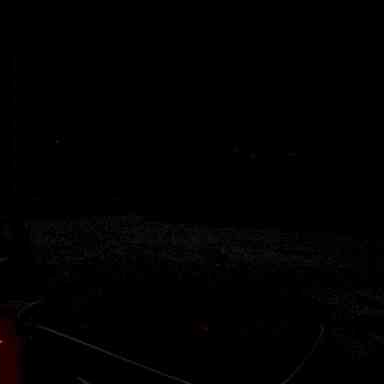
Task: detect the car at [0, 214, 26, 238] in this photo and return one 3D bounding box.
[{"bbox_3d":[-5.074,1.315,6.582,5.009,1.841,2.192,0,0,36],"label":"car"}]

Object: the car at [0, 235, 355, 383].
[{"bbox_3d":[-0.648,1.440,3.424,4.097,1.590,1.967,0,0,36],"label":"car"}]
